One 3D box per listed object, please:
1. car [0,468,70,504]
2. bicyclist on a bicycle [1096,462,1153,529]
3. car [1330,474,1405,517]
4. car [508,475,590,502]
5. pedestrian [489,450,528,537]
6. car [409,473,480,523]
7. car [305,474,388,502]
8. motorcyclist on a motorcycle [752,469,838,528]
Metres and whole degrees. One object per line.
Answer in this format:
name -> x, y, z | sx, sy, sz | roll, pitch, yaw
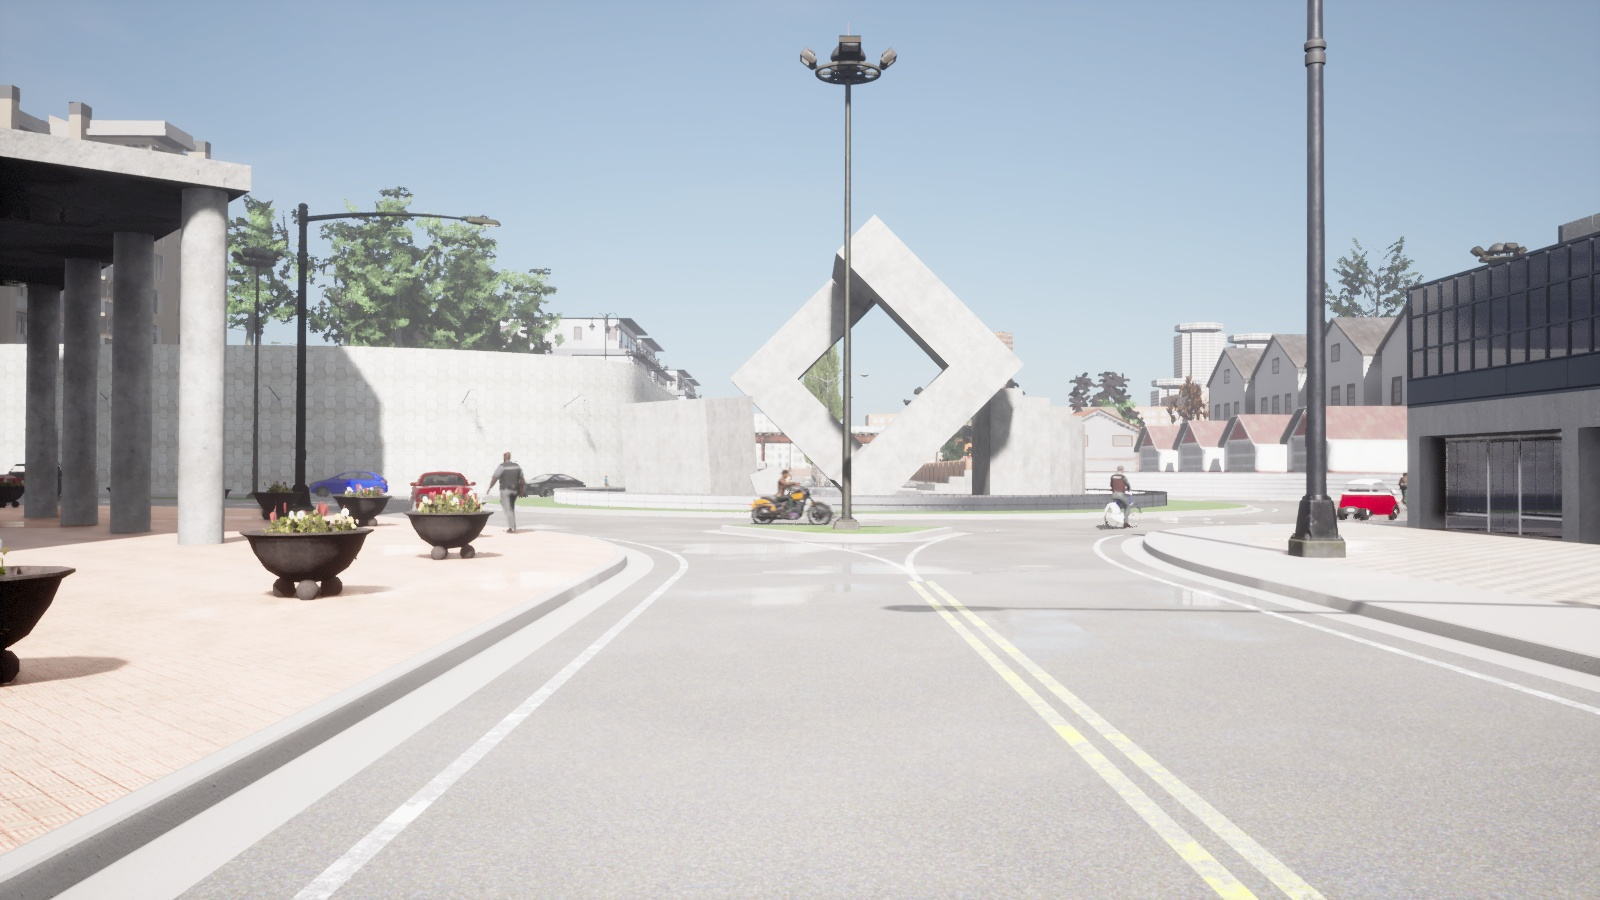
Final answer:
car -> -41.088, 1.887, 66.393 | 3.866, 1.878, 1.905 | 0, -1, 0
bicyclist on a bicycle -> 8.948, 1.228, 34.558 | 0.659, 1.776, 1.843 | 0, 0, 45
car -> 18.964, 1.496, 41.961 | 2.207, 1.376, 1.481 | 0, -1, -41
car -> -13.795, 2.091, 69.128 | 1.994, 1.385, 4.181 | -1, -1, 36
pedestrian -> -6.447, 0.956, 27.793 | 0.563, 1.883, 0.849 | 0, -1, -35
car -> -11.737, 1.531, 41.295 | 1.882, 1.535, 5.008 | 0, -1, -20
car -> -24.696, 2.073, 68.453 | 4.193, 1.474, 1.816 | 0, -1, -20
motorcyclist on a motorcycle -> -0.140, 1.360, 35.510 | 2.350, 1.649, 0.766 | 0, -1, 10
